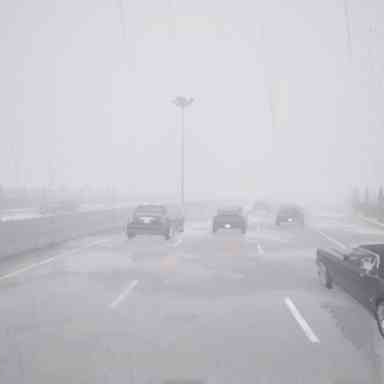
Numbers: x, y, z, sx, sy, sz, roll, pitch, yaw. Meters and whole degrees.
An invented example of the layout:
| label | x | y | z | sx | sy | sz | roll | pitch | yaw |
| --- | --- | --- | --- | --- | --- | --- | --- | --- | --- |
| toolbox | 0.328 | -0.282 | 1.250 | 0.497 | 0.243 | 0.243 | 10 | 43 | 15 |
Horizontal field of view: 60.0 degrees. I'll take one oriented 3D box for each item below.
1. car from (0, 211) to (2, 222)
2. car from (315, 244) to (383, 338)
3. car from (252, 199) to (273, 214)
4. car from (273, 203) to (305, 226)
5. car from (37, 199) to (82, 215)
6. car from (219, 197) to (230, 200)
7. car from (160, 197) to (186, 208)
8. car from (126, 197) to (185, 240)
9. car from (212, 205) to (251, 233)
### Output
| label | x | y | z | sx | sy | sz | roll | pitch | yaw |
| --- | --- | --- | --- | --- | --- | --- | --- | --- | --- |
| car | -9.727 | 1.165 | 12.556 | 2.150 | 2.045 | 5.566 | 0 | 0 | 7 |
| car | 3.890 | 1.625 | 6.259 | 1.895 | 1.301 | 4.718 | 0 | 0 | 4 |
| car | 7.978 | 1.558 | 37.015 | 1.837 | 1.490 | 4.892 | 0 | 0 | 22 |
| car | 6.976 | 1.550 | 23.814 | 1.837 | 1.490 | 4.892 | 0 | 0 | 15 |
| car | -12.650 | 1.434 | 32.028 | 1.837 | 1.490 | 4.892 | 0 | 0 | 17 |
| car | 5.777 | 1.609 | 59.012 | 1.994 | 1.385 | 4.181 | 0 | 0 | 23 |
| car | -2.666 | 1.517 | 48.302 | 1.812 | 1.442 | 4.674 | 0 | 0 | 24 |
| car | -1.703 | 1.344 | 17.189 | 2.097 | 1.767 | 4.553 | 0 | 0 | 10 |
| car | 2.364 | 1.518 | 19.771 | 1.837 | 1.490 | 4.892 | 1 | 0 | 12 |
